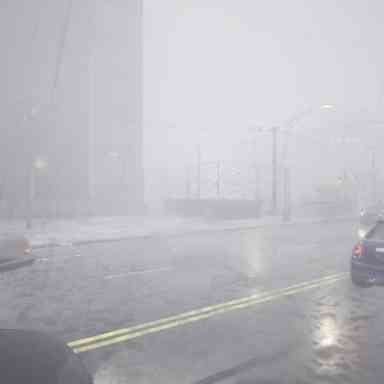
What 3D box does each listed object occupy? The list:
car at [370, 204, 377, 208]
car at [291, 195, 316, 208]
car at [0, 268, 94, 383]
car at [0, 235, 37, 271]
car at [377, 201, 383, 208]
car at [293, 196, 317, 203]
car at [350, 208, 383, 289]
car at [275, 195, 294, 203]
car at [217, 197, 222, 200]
[{"bbox_3d":[13.077,1.360,21.956,4.553,1.767,2.097,0,0,-36],"label":"car"},{"bbox_3d":[15.300,1.268,46.178,4.553,1.767,2.185,0,0,-36],"label":"car"},{"bbox_3d":[-2.629,1.564,1.869,4.181,1.385,1.994,0,0,-36],"label":"car"},{"bbox_3d":[-6.667,1.547,7.828,5.357,1.411,2.033,0,0,-36],"label":"car"},{"bbox_3d":[11.530,1.359,16.547,4.553,1.767,2.097,0,0,-36],"label":"car"},{"bbox_3d":[22.184,1.440,65.248,4.674,1.452,2.002,0,0,-36],"label":"car"},{"bbox_3d":[5.829,1.355,7.960,4.553,1.767,2.097,0,0,-35],"label":"car"},{"bbox_3d":[19.272,1.472,69.245,3.806,1.475,1.970,0,0,-36],"label":"car"},{"bbox_3d":[4.545,1.588,60.736,4.718,1.301,1.895,0,0,-36],"label":"car"}]
